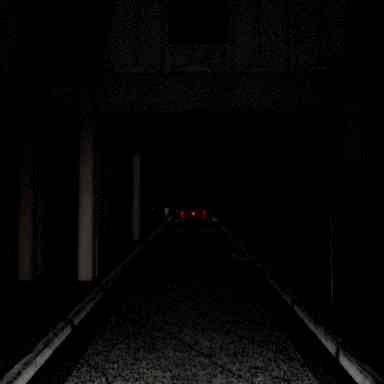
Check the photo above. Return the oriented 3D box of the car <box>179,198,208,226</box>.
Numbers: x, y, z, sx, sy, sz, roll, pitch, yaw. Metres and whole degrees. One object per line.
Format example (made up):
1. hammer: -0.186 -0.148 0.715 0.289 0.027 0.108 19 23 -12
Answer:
1. car: 0.100 1.583 25.672 2.097 1.767 4.553 0 -1 0

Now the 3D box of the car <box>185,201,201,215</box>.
1. car: 0.099 2.019 42.966 1.882 1.535 5.008 0 -1 0
